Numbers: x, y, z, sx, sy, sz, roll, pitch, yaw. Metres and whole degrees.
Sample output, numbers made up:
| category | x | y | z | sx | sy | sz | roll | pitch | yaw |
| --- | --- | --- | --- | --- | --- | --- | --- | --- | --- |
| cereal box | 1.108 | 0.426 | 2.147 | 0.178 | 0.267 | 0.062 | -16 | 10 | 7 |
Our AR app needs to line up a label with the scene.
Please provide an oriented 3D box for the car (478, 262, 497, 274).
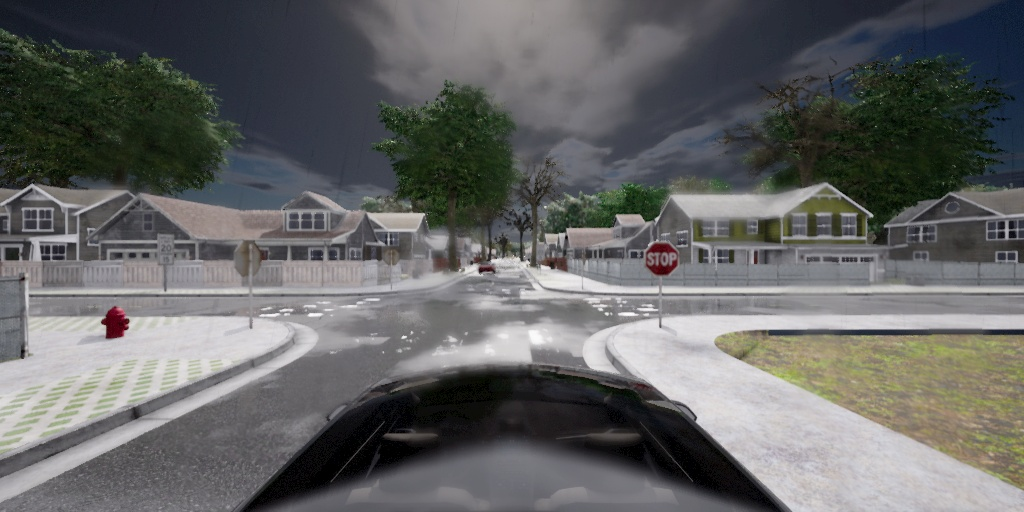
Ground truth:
| category | x | y | z | sx | sy | sz | roll | pitch | yaw |
| --- | --- | --- | --- | --- | --- | --- | --- | --- | --- |
| car | -2.742 | 1.313 | 40.103 | 1.895 | 1.301 | 4.718 | 0 | 0 | 0 |
